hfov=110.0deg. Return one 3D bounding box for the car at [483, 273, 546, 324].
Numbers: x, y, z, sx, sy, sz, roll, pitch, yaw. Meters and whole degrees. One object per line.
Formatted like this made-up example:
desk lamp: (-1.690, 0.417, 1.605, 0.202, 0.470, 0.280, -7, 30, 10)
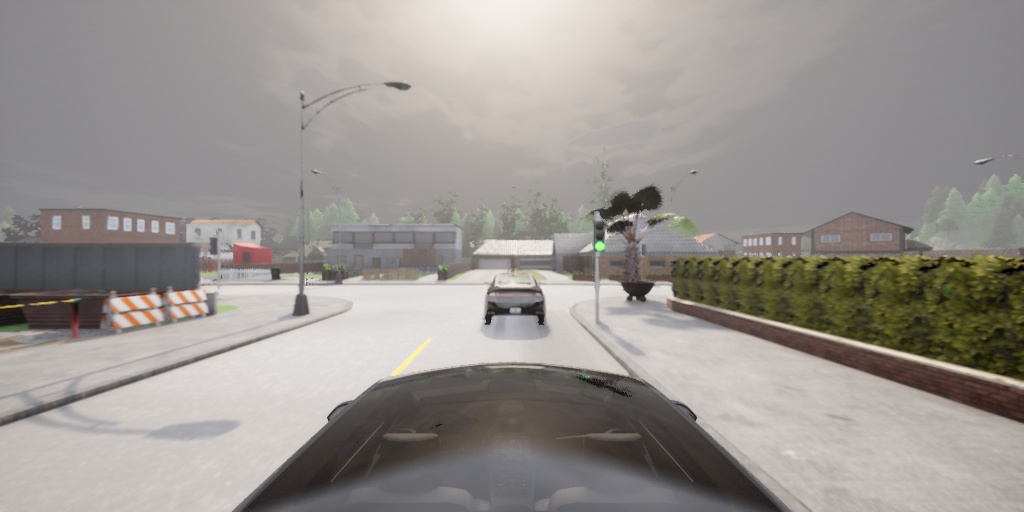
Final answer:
car: (0.044, 1.309, 12.299, 2.128, 1.511, 4.902, 0, 0, -1)
